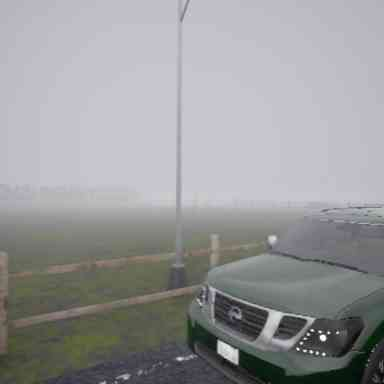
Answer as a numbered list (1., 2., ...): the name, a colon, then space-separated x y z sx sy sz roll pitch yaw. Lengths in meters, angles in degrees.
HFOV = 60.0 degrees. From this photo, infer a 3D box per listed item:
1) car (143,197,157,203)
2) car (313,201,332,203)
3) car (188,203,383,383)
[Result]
1. car: -11.228 2.099 89.347 2.097 1.767 4.553 1 -1 -39
2. car: 20.430 2.092 50.652 2.128 1.511 4.902 1 0 -39
3. car: 2.609 1.275 4.930 5.566 2.045 2.150 1 0 -35
